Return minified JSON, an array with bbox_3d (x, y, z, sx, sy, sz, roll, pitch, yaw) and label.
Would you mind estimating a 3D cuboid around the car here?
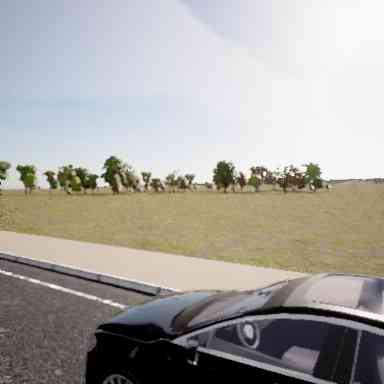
[{"bbox_3d":[1.123,1.491,2.761,4.902,1.511,2.128,0,0,35],"label":"car"}]
